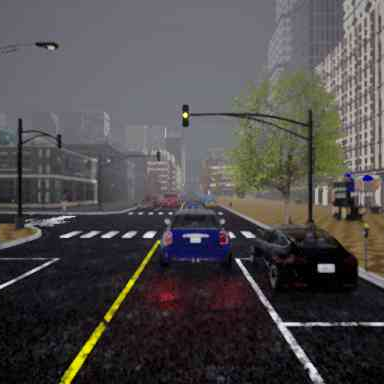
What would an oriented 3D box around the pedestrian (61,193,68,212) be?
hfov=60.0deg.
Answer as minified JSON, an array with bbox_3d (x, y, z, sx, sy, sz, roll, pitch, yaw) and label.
[{"bbox_3d":[-12.751,1.020,33.227,0.375,1.860,0.375,0,-1,-1],"label":"pedestrian"}]

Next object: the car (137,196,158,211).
[{"bbox_3d":[-5.688,1.561,41.223,1.802,1.307,4.206,0,0,0],"label":"car"}]

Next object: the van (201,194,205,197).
[{"bbox_3d":[2.693,1.314,52.328,1.690,1.788,3.998,0,0,0],"label":"van"}]

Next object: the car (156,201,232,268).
[{"bbox_3d":[0.099,1.348,11.409,2.097,1.767,4.553,0,0,0],"label":"car"}]

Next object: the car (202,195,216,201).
[{"bbox_3d":[2.692,1.501,46.946,1.752,1.417,4.829,0,0,0],"label":"car"}]

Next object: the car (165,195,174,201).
[{"bbox_3d":[-5.690,1.509,85.631,2.008,1.369,4.403,0,0,0],"label":"car"}]

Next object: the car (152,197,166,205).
[{"bbox_3d":[-5.689,1.521,57.876,2.008,1.369,4.403,0,0,0],"label":"car"}]

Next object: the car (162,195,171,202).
[{"bbox_3d":[-5.689,1.489,74.359,1.752,1.417,4.829,0,0,0],"label":"car"}]

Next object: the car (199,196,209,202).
[{"bbox_3d":[2.691,1.529,74.532,1.947,1.339,4.313,0,0,0],"label":"car"}]

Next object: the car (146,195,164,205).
[{"bbox_3d":[-5.688,1.291,46.774,2.192,1.841,5.009,0,0,0],"label":"car"}]

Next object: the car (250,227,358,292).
[{"bbox_3d":[2.693,1.561,8.747,1.947,1.339,4.313,0,0,0],"label":"car"}]

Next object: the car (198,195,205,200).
[{"bbox_3d":[2.691,1.481,91.355,1.752,1.417,4.829,0,0,0],"label":"car"}]

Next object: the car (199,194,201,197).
[{"bbox_3d":[2.691,1.519,63.430,2.008,1.369,4.403,0,0,0],"label":"car"}]

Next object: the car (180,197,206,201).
[{"bbox_3d":[0.098,1.528,35.856,2.033,1.411,5.357,0,0,0],"label":"car"}]

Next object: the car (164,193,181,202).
[{"bbox_3d":[-3.084,1.197,47.721,2.150,2.045,5.566,0,0,0],"label":"car"}]

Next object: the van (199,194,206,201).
[{"bbox_3d":[2.692,1.299,85.634,1.690,1.788,3.998,0,0,0],"label":"van"}]

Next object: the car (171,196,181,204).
[{"bbox_3d":[-3.025,1.494,63.740,1.812,1.442,4.674,0,0,0],"label":"car"}]

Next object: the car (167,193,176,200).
[{"bbox_3d":[-5.689,1.271,91.182,2.192,1.841,5.009,0,0,0],"label":"car"}]
